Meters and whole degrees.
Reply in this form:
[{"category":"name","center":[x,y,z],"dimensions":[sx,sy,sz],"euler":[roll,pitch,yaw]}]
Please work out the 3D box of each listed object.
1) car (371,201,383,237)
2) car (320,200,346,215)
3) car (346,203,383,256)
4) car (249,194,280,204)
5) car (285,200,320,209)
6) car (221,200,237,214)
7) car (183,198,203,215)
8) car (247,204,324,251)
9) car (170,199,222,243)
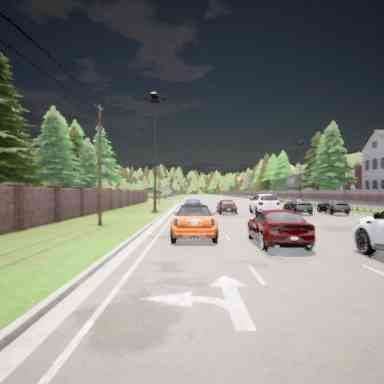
[{"category":"car","center":[10.601,1.356,15.495],"dimensions":[2.097,1.767,4.553],"euler":[0,0,0]},{"category":"car","center":[14.102,1.499,33.474],"dimensions":[2.128,1.511,4.902],"euler":[0,0,0]},{"category":"car","center":[7.100,1.224,10.036],"dimensions":[2.150,2.045,5.566],"euler":[0,0,0]},{"category":"car","center":[7.103,1.229,32.986],"dimensions":[2.150,2.045,5.566],"euler":[0,0,0]},{"category":"car","center":[10.600,1.499,33.478],"dimensions":[2.128,1.511,4.902],"euler":[0,0,0]},{"category":"car","center":[3.602,1.533,34.721],"dimensions":[1.812,1.442,4.674],"euler":[0,0,0]},{"category":"car","center":[0.101,1.485,35.190],"dimensions":[1.882,1.535,5.008],"euler":[0,0,0]},{"category":"car","center":[3.602,1.481,14.185],"dimensions":[1.882,1.535,5.008],"euler":[0,0,0]},{"category":"car","center":[0.101,1.355,16.268],"dimensions":[2.097,1.767,4.553],"euler":[0,0,0]}]
